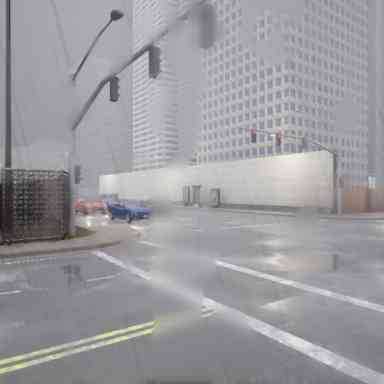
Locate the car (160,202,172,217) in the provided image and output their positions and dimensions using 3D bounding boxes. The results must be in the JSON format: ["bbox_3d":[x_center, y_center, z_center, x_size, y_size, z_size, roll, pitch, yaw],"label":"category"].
[{"bbox_3d":[-3.653,1.448,29.878,1.837,1.490,4.892,0,0,-35],"label":"car"}]

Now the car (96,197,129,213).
[{"bbox_3d":[-9.008,1.421,37.441,1.882,1.535,5.008,0,0,-35],"label":"car"}]

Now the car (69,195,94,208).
[{"bbox_3d":[-15.579,1.295,46.744,2.097,1.767,4.553,0,0,-35],"label":"car"}]

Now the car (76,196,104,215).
[{"bbox_3d":[-10.028,1.296,32.819,2.097,1.767,4.553,0,0,-35],"label":"car"}]

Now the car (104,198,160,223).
[{"bbox_3d":[-4.722,1.421,25.331,1.882,1.535,5.008,0,0,-35],"label":"car"}]
